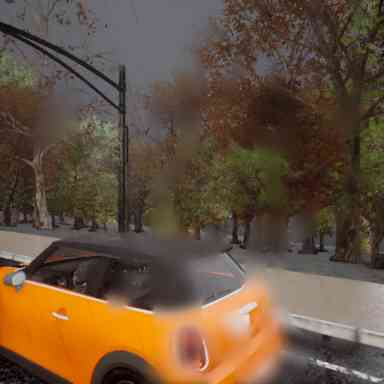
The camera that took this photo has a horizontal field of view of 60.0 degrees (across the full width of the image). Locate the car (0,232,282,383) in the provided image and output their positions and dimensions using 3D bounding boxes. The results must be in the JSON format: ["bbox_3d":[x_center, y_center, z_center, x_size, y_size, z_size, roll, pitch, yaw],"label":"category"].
[{"bbox_3d":[-1.223,1.351,4.569,4.553,1.767,2.097,0,0,36],"label":"car"}]
